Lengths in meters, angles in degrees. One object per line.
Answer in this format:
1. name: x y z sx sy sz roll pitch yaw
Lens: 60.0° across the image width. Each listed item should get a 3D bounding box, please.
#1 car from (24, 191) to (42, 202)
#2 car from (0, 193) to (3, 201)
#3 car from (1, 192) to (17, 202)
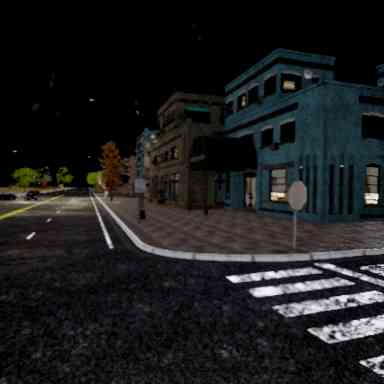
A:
1. car: -22.411 0.583 47.023 1.837 1.490 4.892 1 0 -17
2. car: -15.113 0.996 23.492 1.812 1.442 4.674 1 1 -17
3. car: -25.289 0.645 45.314 1.895 1.301 4.718 1 1 -17
